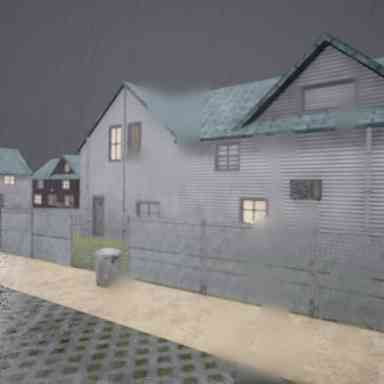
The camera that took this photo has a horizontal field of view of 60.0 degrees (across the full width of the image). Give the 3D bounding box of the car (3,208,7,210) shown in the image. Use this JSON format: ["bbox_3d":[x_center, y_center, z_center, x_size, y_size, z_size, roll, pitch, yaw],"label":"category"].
[{"bbox_3d":[-15.137,1.934,26.118,1.994,1.385,4.181,1,0,36],"label":"car"}]
